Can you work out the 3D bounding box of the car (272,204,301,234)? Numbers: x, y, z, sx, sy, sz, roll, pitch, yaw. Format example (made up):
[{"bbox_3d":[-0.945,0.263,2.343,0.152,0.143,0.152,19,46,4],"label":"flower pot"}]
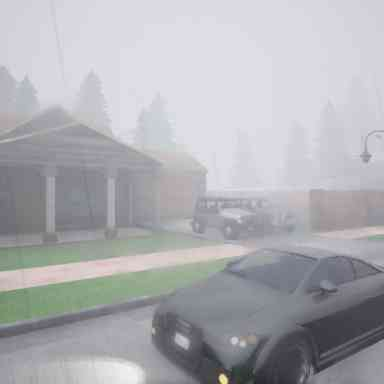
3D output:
[{"bbox_3d":[3.394,1.174,17.735,1.932,1.855,4.605,0,0,-36],"label":"car"}]

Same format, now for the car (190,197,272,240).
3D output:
[{"bbox_3d":[1.575,1.176,15.957,1.905,1.878,3.866,0,0,-36],"label":"car"}]

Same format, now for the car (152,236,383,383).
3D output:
[{"bbox_3d":[1.509,1.564,5.055,4.181,1.385,1.994,0,0,-35],"label":"car"}]
